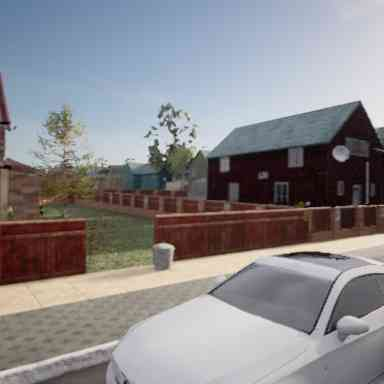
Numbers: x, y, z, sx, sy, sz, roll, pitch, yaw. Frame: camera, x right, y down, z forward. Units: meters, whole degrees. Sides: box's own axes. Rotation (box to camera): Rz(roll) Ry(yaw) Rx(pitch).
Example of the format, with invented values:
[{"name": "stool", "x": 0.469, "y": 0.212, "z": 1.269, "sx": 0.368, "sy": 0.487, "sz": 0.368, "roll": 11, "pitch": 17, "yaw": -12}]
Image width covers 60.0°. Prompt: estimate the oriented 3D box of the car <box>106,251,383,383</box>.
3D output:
[{"name": "car", "x": 1.351, "y": 1.524, "z": 4.010, "sx": 4.674, "sy": 1.442, "sz": 1.812, "roll": 0, "pitch": 0, "yaw": -35}]
